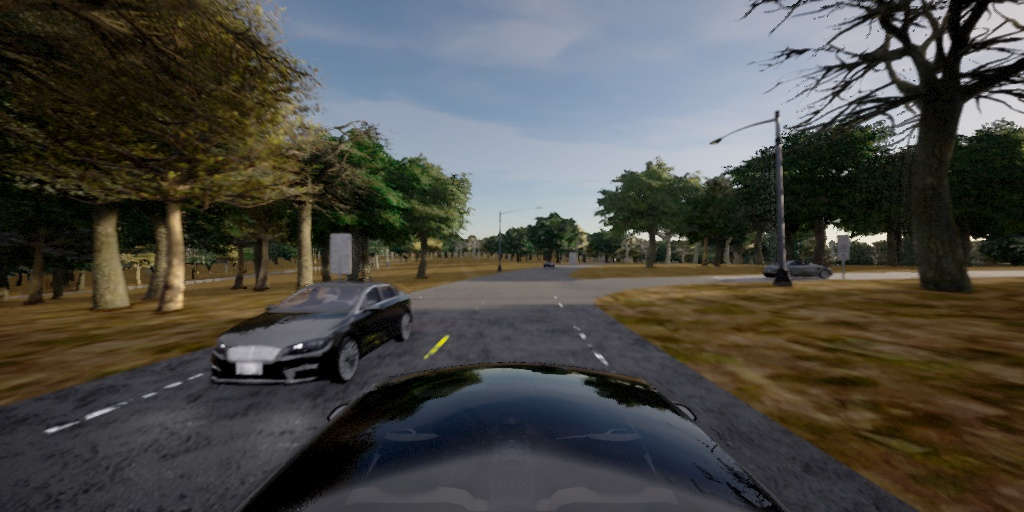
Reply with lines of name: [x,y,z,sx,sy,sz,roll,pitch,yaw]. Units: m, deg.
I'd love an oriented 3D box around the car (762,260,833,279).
car: [21.018,0.979,26.491,4.181,1.385,1.994,-2,0,2]

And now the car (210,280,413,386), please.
car: [-3.471,1.278,7.279,2.128,1.511,4.902,0,-1,2]
